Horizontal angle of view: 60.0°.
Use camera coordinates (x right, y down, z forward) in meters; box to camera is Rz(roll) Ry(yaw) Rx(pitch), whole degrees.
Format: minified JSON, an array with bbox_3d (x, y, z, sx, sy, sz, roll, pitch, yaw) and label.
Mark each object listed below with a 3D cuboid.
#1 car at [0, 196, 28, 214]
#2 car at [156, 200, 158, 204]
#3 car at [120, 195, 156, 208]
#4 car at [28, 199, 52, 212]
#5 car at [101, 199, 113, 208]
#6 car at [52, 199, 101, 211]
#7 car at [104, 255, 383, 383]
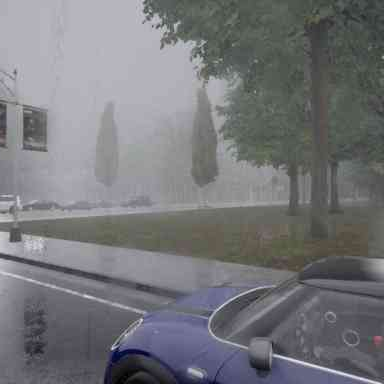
[{"bbox_3d":[-21.133,1.399,35.564,2.150,2.045,5.566,0,0,34],"label":"car"},{"bbox_3d":[-8.216,1.835,59.662,2.128,1.511,4.902,0,0,36],"label":"car"},{"bbox_3d":[-8.852,1.519,53.122,2.150,2.045,5.566,0,-1,36],"label":"car"},{"bbox_3d":[-19.832,1.695,43.092,1.882,1.535,5.008,0,0,35],"label":"car"},{"bbox_3d":[-14.156,1.837,51.215,1.994,1.385,4.181,0,0,35],"label":"car"},{"bbox_3d":[-15.176,1.778,44.084,2.033,1.411,5.357,0,0,35],"label":"car"},{"bbox_3d":[1.370,1.352,2.711,4.553,1.767,2.097,0,0,35],"label":"car"}]
